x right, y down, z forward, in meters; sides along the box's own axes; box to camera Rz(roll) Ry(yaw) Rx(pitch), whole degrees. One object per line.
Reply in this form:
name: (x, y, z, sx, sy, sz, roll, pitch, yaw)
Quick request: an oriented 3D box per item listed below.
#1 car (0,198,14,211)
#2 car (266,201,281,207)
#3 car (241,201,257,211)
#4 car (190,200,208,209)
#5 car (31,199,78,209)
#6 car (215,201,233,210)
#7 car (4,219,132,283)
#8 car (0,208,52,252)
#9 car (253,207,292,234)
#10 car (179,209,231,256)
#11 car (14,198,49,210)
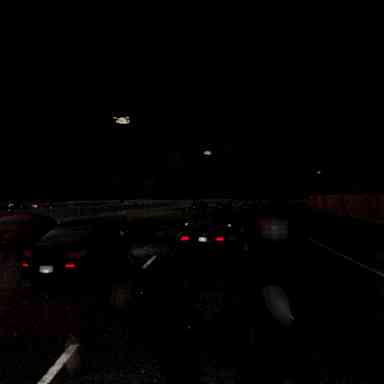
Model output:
car: (-20.239, 1.482, 38.548, 2.097, 1.767, 4.553, 0, 0, 13)
car: (12.387, 2.107, 50.323, 1.812, 1.442, 4.674, 0, -1, 21)
car: (8.587, 2.065, 50.077, 1.812, 1.442, 4.674, 0, -1, 20)
car: (1.042, 1.980, 49.533, 1.812, 1.442, 4.674, 0, -1, 19)
car: (-13.939, 1.712, 34.921, 2.033, 1.411, 5.357, 0, -1, 12)
car: (4.817, 2.023, 49.848, 1.812, 1.442, 4.674, 0, -1, 19)
car: (-3.106, 1.581, 9.762, 1.812, 1.442, 4.674, 0, 0, 4)
car: (-6.358, 1.576, 13.064, 1.812, 1.442, 4.674, 0, 0, 6)
car: (5.093, 1.845, 21.129, 1.895, 1.301, 4.718, 0, -1, 9)
car: (0.613, 1.678, 13.775, 2.033, 1.411, 5.357, 1, 0, 6)
car: (-16.977, 1.504, 37.132, 2.097, 1.767, 4.553, 0, 0, 13)
